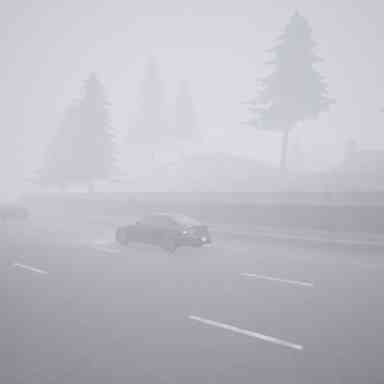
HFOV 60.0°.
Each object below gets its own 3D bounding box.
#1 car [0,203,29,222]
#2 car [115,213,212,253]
[{"bbox_3d":[-15.321,1.639,28.009,1.882,1.535,5.008,0,0,-42],"label":"car"},{"bbox_3d":[-1.301,1.618,14.150,4.674,1.442,1.812,0,0,40],"label":"car"}]
